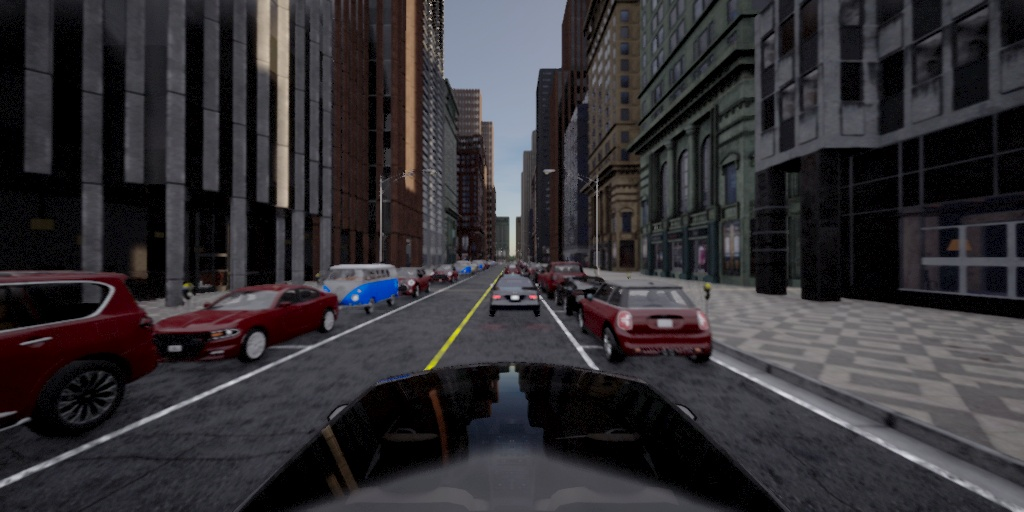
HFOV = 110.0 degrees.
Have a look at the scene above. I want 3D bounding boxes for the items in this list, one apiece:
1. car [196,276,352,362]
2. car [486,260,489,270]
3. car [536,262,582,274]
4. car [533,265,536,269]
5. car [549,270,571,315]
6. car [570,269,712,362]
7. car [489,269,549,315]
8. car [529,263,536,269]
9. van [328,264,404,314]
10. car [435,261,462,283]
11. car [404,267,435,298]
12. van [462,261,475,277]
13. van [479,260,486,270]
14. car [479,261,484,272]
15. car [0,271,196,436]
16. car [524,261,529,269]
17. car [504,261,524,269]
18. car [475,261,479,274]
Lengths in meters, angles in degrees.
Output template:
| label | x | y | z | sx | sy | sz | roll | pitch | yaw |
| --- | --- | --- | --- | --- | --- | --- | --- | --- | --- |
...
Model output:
| label | x | y | z | sx | sy | sz | roll | pitch | yaw |
| --- | --- | --- | --- | --- | --- | --- | --- | --- | --- |
| car | -5.765 | 1.358 | 8.379 | 1.888 | 1.381 | 4.507 | 0 | 0 | 0 |
| car | -5.781 | 1.791 | 64.742 | 1.967 | 1.591 | 4.097 | 0 | 0 | 0 |
| car | 2.757 | 1.234 | 19.663 | 2.192 | 1.841 | 5.009 | 0 | 0 | 0 |
| car | 2.755 | 1.517 | 25.299 | 1.888 | 1.381 | 4.507 | 0 | 0 | 0 |
| car | 2.758 | 1.432 | 14.027 | 1.948 | 1.339 | 4.313 | 0 | 0 | 0 |
| car | 2.760 | 1.253 | 8.390 | 1.967 | 1.591 | 4.097 | 0 | 0 | 0 |
| car | 0.095 | 1.414 | 14.100 | 2.033 | 1.411 | 5.357 | 0 | -1 | 0 |
| car | 2.753 | 1.591 | 30.935 | 1.948 | 1.339 | 4.313 | 0 | 0 | 0 |
| van | -5.767 | 1.206 | 14.015 | 1.690 | 1.789 | 3.998 | 0 | 0 | 0 |
| car | -5.772 | 1.465 | 30.925 | 1.967 | 1.591 | 4.097 | 0 | 0 | 0 |
| car | -5.768 | 1.358 | 19.652 | 1.967 | 1.591 | 4.097 | 0 | 0 | 0 |
| van | -5.775 | 1.472 | 42.197 | 1.690 | 1.789 | 3.998 | 0 | 0 | 0 |
| van | -5.780 | 1.636 | 59.106 | 1.690 | 1.789 | 3.998 | 0 | 0 | 0 |
| car | -5.778 | 1.791 | 53.469 | 2.007 | 1.370 | 4.403 | 0 | 0 | 0 |
| car | -5.764 | 1.074 | 2.742 | 2.192 | 1.841 | 5.009 | 0 | 0 | 0 |
| car | 2.750 | 1.571 | 42.206 | 1.967 | 1.591 | 4.097 | 0 | 0 | 0 |
| car | 0.088 | 1.644 | 40.775 | 1.812 | 1.442 | 4.674 | 0 | -1 | 0 |
| car | -5.777 | 1.711 | 47.664 | 1.751 | 1.417 | 4.829 | 0 | 0 | 0 |
